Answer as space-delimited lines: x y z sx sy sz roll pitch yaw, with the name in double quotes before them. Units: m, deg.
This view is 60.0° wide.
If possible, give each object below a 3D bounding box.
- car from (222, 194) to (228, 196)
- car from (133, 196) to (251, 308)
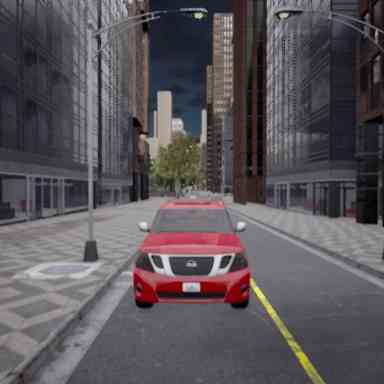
"car" 3.144 1.454 44.311 2.097 1.767 4.553 0 0 0
"car" 0.014 1.246 8.317 2.150 2.045 5.566 0 0 0
